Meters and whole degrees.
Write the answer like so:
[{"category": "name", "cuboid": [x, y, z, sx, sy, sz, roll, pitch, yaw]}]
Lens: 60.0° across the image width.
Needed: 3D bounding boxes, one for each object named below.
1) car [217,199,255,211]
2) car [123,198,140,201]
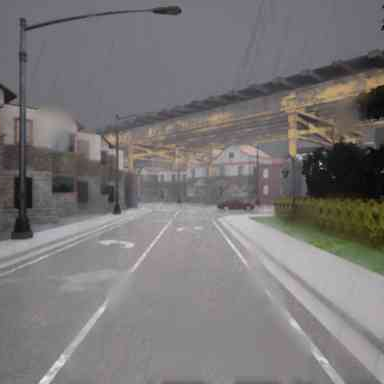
[{"category": "car", "cuboid": [5.844, 1.745, 44.457, 5.008, 1.535, 1.882, 0, 0, -4]}, {"category": "car", "cuboid": [-16.815, 2.000, 91.204, 4.974, 1.542, 2.038, 0, 0, -15]}]
